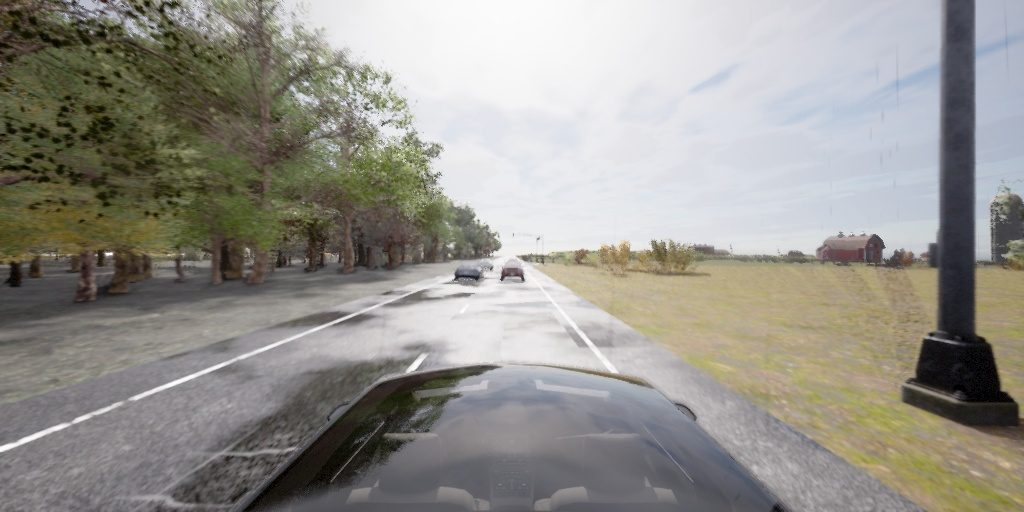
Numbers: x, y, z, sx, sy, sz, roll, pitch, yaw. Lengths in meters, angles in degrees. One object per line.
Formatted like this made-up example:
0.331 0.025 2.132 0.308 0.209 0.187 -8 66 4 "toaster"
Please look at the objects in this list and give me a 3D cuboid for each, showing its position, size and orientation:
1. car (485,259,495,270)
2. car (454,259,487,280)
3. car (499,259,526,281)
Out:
-3.417 1.078 47.351 1.812 1.442 4.674 0 0 0 "car"
-3.446 1.200 29.161 1.994 1.385 4.181 0 0 0 "car"
0.052 1.162 28.734 1.812 1.442 4.674 0 1 0 "car"
